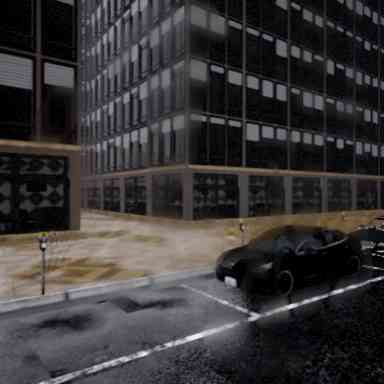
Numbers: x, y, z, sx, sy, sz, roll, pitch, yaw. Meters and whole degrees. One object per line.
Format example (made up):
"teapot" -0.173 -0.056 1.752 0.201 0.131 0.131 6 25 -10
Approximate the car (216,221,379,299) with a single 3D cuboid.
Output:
"car" 2.603 1.543 8.413 4.313 1.339 1.947 0 0 -36

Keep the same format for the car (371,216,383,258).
"car" 7.112 1.509 11.630 4.403 1.369 2.008 0 0 -36
